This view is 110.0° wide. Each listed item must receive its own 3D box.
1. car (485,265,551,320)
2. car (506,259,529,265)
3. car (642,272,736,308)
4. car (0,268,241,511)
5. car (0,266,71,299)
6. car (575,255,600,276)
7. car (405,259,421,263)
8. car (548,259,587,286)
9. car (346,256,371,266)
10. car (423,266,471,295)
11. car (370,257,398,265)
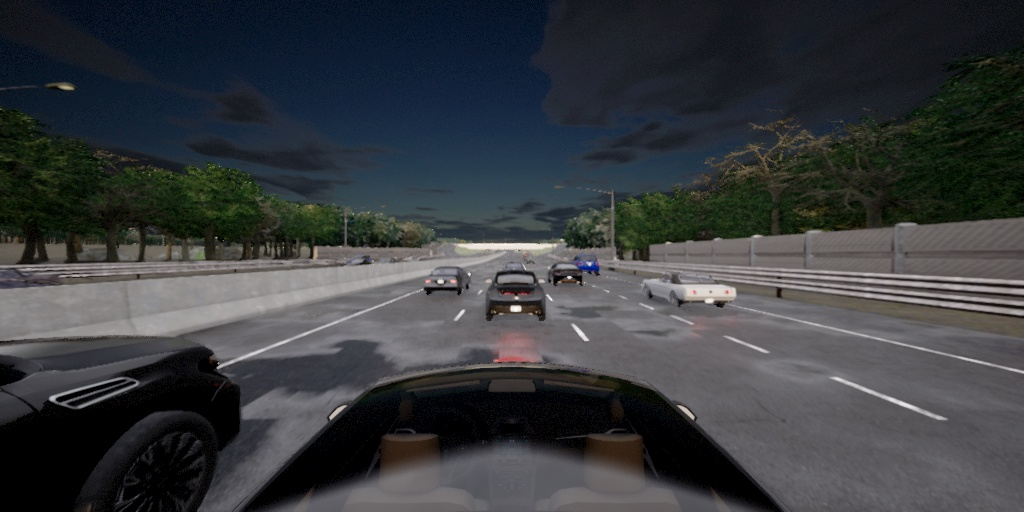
[{"bbox_3d":[0.112,1.229,12.488,1.837,1.490,4.892,0,0,0],"label":"car"},{"bbox_3d":[0.190,1.235,31.232,2.033,1.411,5.357,0,0,0],"label":"car"},{"bbox_3d":[7.101,1.321,15.053,1.895,1.301,4.718,0,0,1],"label":"car"},{"bbox_3d":[-3.400,0.975,0.676,2.150,2.045,5.566,0,0,0],"label":"car"},{"bbox_3d":[-24.579,1.261,16.454,2.033,1.411,5.357,0,0,0],"label":"car"},{"bbox_3d":[7.220,0.898,35.954,2.150,2.045,5.566,0,0,0],"label":"car"},{"bbox_3d":[-13.835,1.140,50.506,1.837,1.490,4.892,0,0,1],"label":"car"},{"bbox_3d":[3.552,1.180,24.589,1.882,1.535,5.008,0,0,0],"label":"car"},{"bbox_3d":[-20.847,1.117,49.104,1.882,1.535,5.008,0,0,1],"label":"car"},{"bbox_3d":[-3.374,1.258,19.429,2.033,1.411,5.357,0,0,0],"label":"car"},{"bbox_3d":[-17.339,0.991,49.677,2.097,1.767,4.553,0,0,1],"label":"car"}]
